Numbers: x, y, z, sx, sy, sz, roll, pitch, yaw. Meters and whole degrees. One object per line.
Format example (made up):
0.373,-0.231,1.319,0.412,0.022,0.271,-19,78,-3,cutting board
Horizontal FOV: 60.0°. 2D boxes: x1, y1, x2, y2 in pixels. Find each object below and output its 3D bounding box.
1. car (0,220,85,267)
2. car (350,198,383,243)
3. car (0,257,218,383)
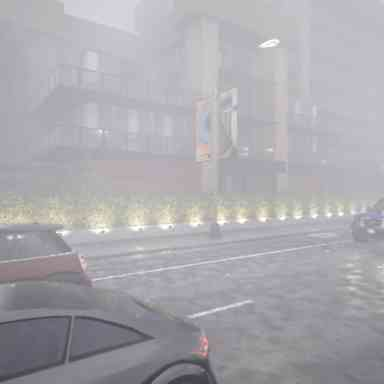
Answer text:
-4.058,1.352,5.427,4.553,1.767,2.097,0,0,-35,car
9.413,1.223,14.842,5.566,2.045,2.150,0,0,-35,car
-1.813,1.564,2.709,4.181,1.385,1.994,0,0,-35,car
